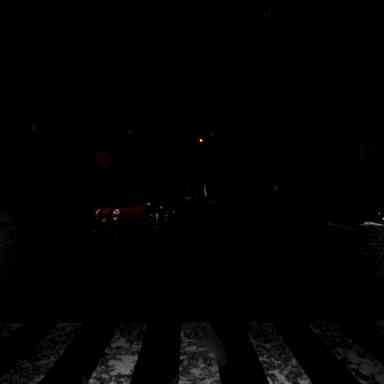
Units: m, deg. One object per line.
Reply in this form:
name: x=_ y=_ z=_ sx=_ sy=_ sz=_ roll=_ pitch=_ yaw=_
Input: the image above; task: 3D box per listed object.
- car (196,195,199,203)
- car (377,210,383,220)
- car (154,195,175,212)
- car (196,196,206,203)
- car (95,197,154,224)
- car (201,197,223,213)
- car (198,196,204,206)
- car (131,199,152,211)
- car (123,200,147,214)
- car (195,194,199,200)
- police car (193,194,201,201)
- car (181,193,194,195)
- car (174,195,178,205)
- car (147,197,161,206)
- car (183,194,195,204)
car: x=2.179 y=1.562 z=52.667 sx=2.008 sy=1.369 sz=4.403 roll=0 pitch=0 yaw=-1
car: x=14.725 y=1.249 z=20.978 sx=5.357 sy=1.411 sz=2.033 roll=-1 pitch=0 yaw=-1
car: x=-3.506 y=1.496 z=39.875 sx=2.128 sy=1.511 sz=4.902 roll=0 pitch=0 yaw=-1
car: x=1.899 y=1.589 z=73.116 sx=1.947 sy=1.339 sz=4.313 roll=0 pitch=0 yaw=-1
car: x=-5.106 y=1.354 z=24.642 sx=2.097 sy=1.767 sz=4.553 roll=0 pitch=0 yaw=23
car: x=2.402 y=1.556 z=36.335 sx=2.008 sy=1.369 sz=4.403 roll=0 pitch=0 yaw=-1
car: x=2.253 y=1.553 z=47.223 sx=1.887 sy=1.381 sz=4.507 roll=0 pitch=0 yaw=-1
car: x=-6.191 y=1.557 z=41.214 sx=2.008 sy=1.369 sz=4.403 roll=0 pitch=0 yaw=-1
car: x=-6.122 y=1.556 z=36.222 sx=2.008 sy=1.369 sz=4.403 roll=0 pitch=0 yaw=-1
car: x=2.043 y=1.567 z=62.538 sx=2.008 sy=1.369 sz=4.403 roll=0 pitch=0 yaw=-1
police car: x=1.267 y=1.463 z=90.513 sx=1.930 sy=1.638 sz=5.238 roll=0 pitch=0 yaw=-1
car: x=-0.891 y=1.549 z=75.527 sx=2.128 sy=1.511 sz=4.902 roll=0 pitch=0 yaw=-1
car: x=-3.714 y=1.614 z=55.713 sx=1.895 sy=1.301 sz=4.718 roll=0 pitch=0 yaw=-1
car: x=-6.390 y=1.579 z=55.784 sx=1.947 sy=1.339 sz=4.313 roll=0 pitch=0 yaw=-1
car: x=-0.660 y=1.619 z=65.599 sx=1.895 sy=1.301 sz=4.718 roll=0 pitch=0 yaw=-1
